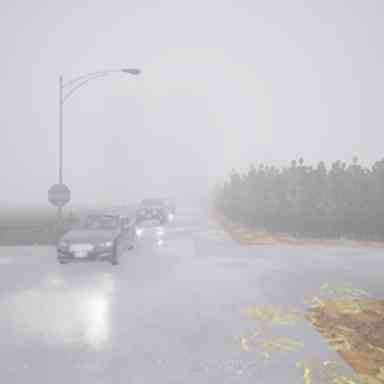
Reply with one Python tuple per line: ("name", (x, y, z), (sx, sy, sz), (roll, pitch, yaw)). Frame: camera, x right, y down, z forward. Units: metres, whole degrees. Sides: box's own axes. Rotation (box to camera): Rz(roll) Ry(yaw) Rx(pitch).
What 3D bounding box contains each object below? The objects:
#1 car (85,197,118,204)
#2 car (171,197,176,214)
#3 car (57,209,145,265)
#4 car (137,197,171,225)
("car", (-16.315, 2.039, 61.674), (5.357, 1.411, 2.033), (0, 0, 0))
("car", (-3.225, 1.628, 42.241), (2.150, 2.045, 5.566), (0, -1, 1))
("car", (-3.212, 1.567, 12.057), (2.128, 1.511, 4.902), (0, -1, 0))
("car", (-3.228, 1.522, 27.593), (2.150, 2.045, 5.566), (0, -1, 0))
